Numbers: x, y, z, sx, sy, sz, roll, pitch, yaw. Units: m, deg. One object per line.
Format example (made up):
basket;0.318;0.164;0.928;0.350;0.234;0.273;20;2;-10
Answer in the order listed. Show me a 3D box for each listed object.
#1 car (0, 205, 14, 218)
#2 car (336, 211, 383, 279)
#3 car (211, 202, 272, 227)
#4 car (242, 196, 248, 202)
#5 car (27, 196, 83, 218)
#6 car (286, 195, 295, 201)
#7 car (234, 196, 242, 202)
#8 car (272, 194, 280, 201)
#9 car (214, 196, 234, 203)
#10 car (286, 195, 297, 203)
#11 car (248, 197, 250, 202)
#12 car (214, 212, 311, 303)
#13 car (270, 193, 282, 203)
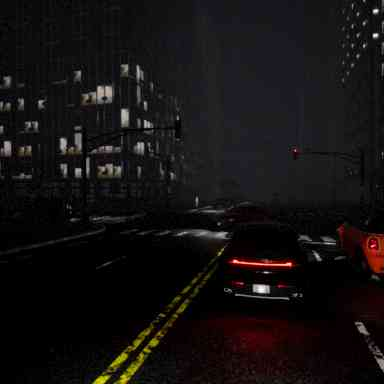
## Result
car;-16.764;1.434;27.218;4.313;1.339;1.947;1;1;16
car;5.725;1.347;9.958;2.097;1.767;4.553;0;0;14
car;3.257;1.583;20.905;4.674;1.442;1.812;0;0;-43
car;8.552;1.483;60.847;1.812;1.442;4.674;0;0;15
car;-11.761;1.216;28.657;4.553;1.767;2.097;1;1;15
car;23.491;1.467;79.524;2.033;1.411;5.357;0;0;14
car;6.216;1.472;51.853;1.837;1.490;4.892;0;0;14
car;20.343;1.237;80.334;1.882;1.535;5.008;0;0;14
car;3.913;1.502;42.875;1.812;1.442;4.674;0;0;14
car;20.927;1.465;69.523;2.128;1.511;4.902;0;0;14
car;11.106;1.497;70.503;1.994;1.385;4.181;0;0;14
car;1.855;1.501;8.355;1.837;1.490;4.892;0;0;14
car;17.759;1.159;70.273;2.150;2.045;5.566;0;0;14
